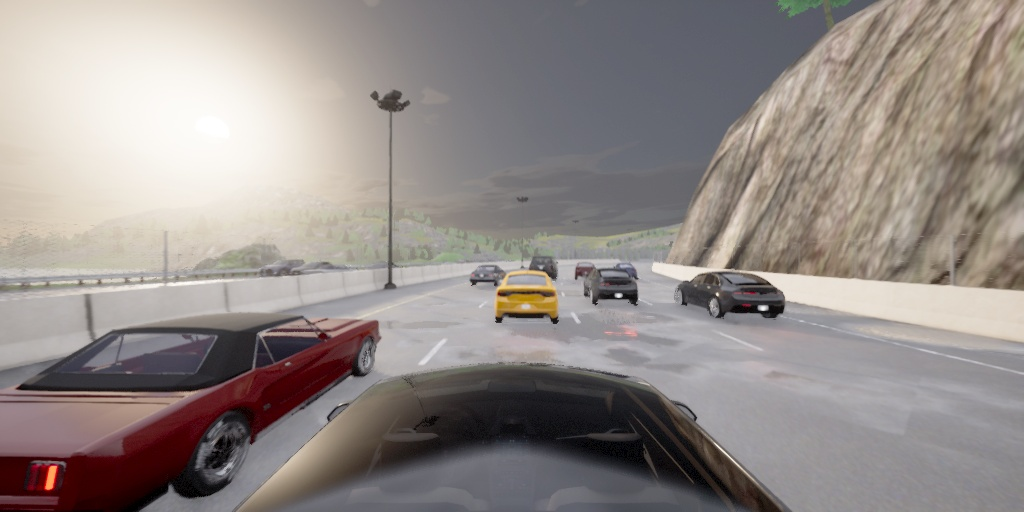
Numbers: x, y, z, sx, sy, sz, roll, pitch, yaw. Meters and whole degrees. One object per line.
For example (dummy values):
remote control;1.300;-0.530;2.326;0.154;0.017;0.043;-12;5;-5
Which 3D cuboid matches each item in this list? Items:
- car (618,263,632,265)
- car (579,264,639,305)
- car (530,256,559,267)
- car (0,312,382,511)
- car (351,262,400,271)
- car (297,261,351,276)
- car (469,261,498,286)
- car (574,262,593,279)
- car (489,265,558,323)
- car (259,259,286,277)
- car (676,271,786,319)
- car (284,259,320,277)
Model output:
car;10.277;1.349;32.864;1.812;1.442;4.674;0;0;11
car;4.363;1.288;16.358;1.837;1.490;4.892;0;0;5
car;2.717;1.021;30.580;2.150;2.045;5.566;0;0;10
car;-3.318;1.346;4.422;1.895;1.301;4.718;0;0;1
car;-11.524;1.267;31.341;1.837;1.490;4.892;0;0;10
car;-15.272;1.351;30.166;1.895;1.301;4.718;0;0;9
car;-1.613;1.328;25.730;2.033;1.411;5.357;0;0;8
car;6.771;1.292;33.123;1.882;1.535;5.008;0;0;11
car;0.537;1.245;12.367;1.882;1.535;5.008;0;0;4
car;-21.644;1.091;34.321;2.097;1.767;4.553;0;0;10
car;7.603;1.292;13.022;1.837;1.490;4.892;0;0;4
car;-18.264;1.252;33.369;1.837;1.490;4.892;0;0;10
